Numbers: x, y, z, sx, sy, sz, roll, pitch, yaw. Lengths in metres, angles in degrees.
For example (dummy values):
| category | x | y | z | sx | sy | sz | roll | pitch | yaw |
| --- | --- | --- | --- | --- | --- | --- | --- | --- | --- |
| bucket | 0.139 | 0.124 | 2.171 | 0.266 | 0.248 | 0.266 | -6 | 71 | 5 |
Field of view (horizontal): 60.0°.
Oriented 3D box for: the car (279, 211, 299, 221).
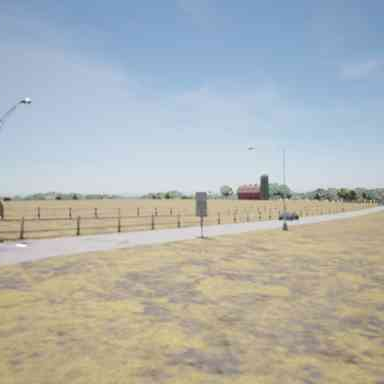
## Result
| category | x | y | z | sx | sy | sz | roll | pitch | yaw |
| --- | --- | --- | --- | --- | --- | --- | --- | --- | --- |
| car | 14.504 | 3.561 | 49.659 | 1.994 | 1.385 | 4.181 | -1 | -3 | 35 |
